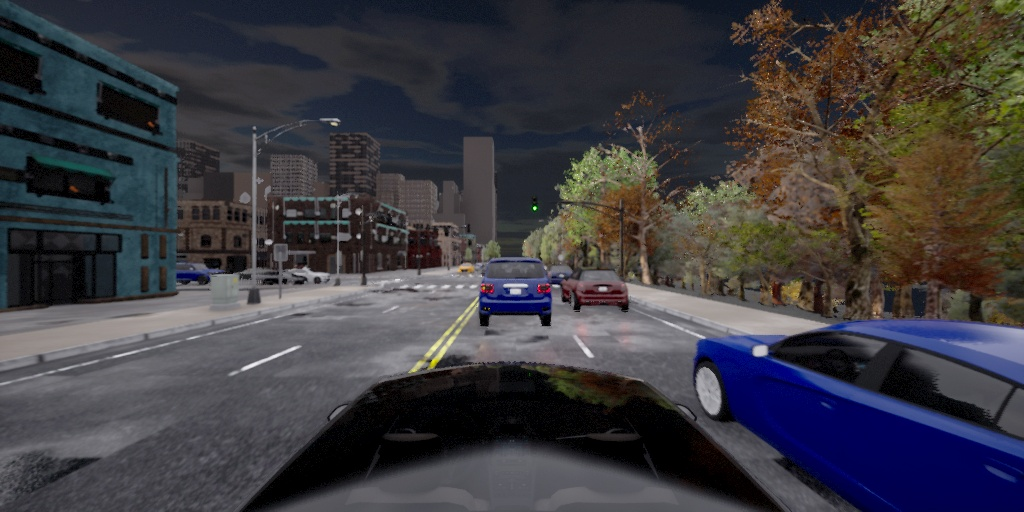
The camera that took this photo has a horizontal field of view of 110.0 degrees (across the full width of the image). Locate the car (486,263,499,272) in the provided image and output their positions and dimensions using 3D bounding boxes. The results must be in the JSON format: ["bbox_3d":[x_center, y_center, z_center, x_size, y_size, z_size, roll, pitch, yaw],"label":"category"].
[{"bbox_3d":[-3.304,1.983,62.072,2.033,1.411,5.357,0,-1,0],"label":"car"}]

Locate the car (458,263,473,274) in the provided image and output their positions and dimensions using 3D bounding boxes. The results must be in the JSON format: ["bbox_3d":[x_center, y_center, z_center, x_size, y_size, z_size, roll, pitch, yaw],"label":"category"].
[{"bbox_3d":[-6.580,1.799,51.936,1.882,1.535,5.008,0,-1,0],"label":"car"}]

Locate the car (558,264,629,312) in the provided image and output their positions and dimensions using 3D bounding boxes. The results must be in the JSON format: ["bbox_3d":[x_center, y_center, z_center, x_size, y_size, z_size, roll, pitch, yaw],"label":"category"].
[{"bbox_3d":[3.351,1.258,15.338,2.097,1.767,4.553,0,-1,0],"label":"car"}]

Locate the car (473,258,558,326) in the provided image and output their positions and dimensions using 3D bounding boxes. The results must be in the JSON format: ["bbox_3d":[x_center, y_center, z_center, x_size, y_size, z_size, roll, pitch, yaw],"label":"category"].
[{"bbox_3d":[0.099,1.092,12.365,2.150,2.045,5.566,0,-1,0],"label":"car"}]

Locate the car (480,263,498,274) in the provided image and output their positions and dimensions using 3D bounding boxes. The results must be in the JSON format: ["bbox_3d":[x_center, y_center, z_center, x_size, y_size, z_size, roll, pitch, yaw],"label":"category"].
[{"bbox_3d":[-3.319,1.816,52.204,2.128,1.511,4.902,0,-1,1],"label":"car"}]

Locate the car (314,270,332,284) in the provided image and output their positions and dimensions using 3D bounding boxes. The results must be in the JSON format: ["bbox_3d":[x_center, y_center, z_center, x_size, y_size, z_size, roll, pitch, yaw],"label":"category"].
[{"bbox_3d":[-19.364,1.859,33.599,4.674,1.442,1.812,-1,0,-1],"label":"car"}]

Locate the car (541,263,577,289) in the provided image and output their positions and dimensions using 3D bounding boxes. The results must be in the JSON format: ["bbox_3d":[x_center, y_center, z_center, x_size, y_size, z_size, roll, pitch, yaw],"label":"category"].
[{"bbox_3d":[3.353,1.385,26.469,2.097,1.767,4.553,0,-1,0],"label":"car"}]

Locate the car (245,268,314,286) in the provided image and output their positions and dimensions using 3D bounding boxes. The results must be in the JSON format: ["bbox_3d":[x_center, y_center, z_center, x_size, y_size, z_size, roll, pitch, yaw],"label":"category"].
[{"bbox_3d":[-19.943,1.901,30.879,4.313,1.339,1.948,0,0,0],"label":"car"}]

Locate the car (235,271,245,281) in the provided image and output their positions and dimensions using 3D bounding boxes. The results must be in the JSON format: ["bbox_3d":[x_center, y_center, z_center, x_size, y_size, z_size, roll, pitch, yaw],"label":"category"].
[{"bbox_3d":[-28.274,1.995,39.392,4.403,1.370,2.007,0,0,0],"label":"car"}]

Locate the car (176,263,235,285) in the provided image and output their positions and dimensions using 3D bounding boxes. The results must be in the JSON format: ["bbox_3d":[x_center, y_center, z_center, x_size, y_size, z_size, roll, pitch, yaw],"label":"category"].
[{"bbox_3d":[-29.864,1.675,33.606,5.566,2.045,2.150,-1,0,0],"label":"car"}]

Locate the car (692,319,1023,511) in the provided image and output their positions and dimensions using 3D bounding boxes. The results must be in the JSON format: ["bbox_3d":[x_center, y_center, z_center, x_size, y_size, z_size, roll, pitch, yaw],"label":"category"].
[{"bbox_3d":[3.350,1.240,2.832,1.882,1.535,5.008,0,0,0],"label":"car"}]
